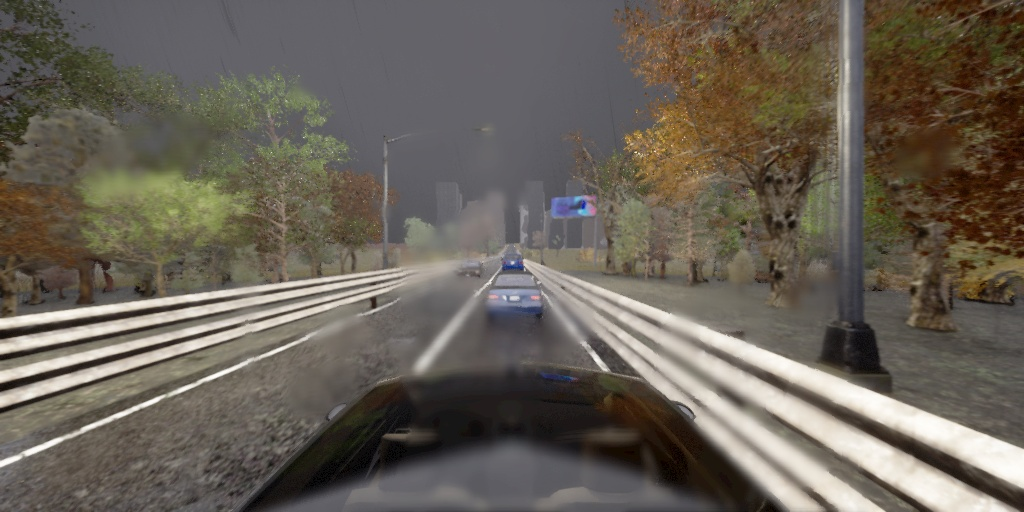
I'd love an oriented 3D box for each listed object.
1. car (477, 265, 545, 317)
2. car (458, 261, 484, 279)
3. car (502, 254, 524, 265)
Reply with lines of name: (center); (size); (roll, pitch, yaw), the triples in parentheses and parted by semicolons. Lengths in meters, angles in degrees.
car: (0.103, 1.233, 12.699); (2.033, 1.411, 5.357); (0, 0, 0)
car: (-3.350, 1.135, 30.455); (2.033, 1.411, 5.357); (0, 0, 0)
car: (0.092, 0.768, 37.645); (2.150, 2.045, 5.566); (0, 0, 0)
